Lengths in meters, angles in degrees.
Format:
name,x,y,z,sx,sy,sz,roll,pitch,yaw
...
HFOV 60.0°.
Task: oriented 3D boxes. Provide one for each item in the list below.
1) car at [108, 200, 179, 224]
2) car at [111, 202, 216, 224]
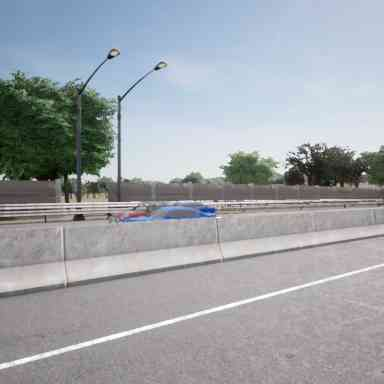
name,x,y,z,sx,sy,sz,roll,pitch,yaw
car,-2.518,1.347,19.403,4.553,1.767,2.097,0,0,-36
car,-1.057,1.472,16.146,5.008,1.535,1.882,0,0,-36
